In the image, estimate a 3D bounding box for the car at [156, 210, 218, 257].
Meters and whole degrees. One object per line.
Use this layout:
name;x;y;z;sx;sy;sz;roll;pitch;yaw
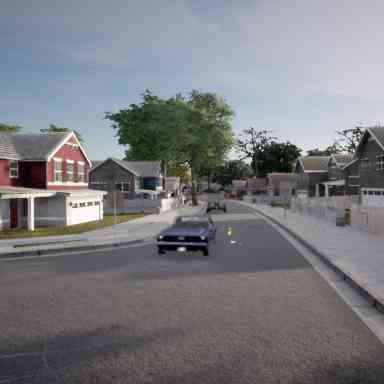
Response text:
car;-0.035;1.607;13.256;1.895;1.301;4.718;0;0;8

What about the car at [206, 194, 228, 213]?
car;2.858;1.292;37.982;2.150;2.045;5.566;0;0;5

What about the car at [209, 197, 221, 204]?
car;4.316;1.573;62.954;1.994;1.385;4.181;0;0;1
